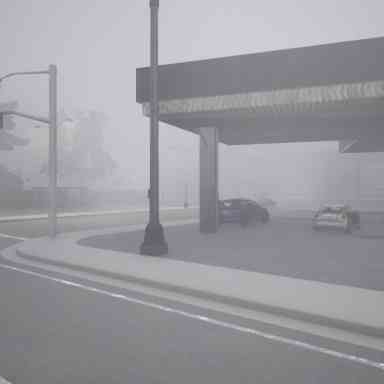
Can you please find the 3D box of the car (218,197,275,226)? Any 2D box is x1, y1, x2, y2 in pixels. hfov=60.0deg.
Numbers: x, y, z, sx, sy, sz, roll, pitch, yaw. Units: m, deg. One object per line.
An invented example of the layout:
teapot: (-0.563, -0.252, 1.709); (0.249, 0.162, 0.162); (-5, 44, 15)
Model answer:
car: (3.376, 1.295, 22.064); (2.242, 1.667, 4.611); (0, 0, 37)

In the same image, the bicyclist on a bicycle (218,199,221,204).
bicyclist on a bicycle: (2.495, 1.387, 29.719); (0.582, 1.620, 1.656); (0, -9, -36)

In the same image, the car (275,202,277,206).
car: (10.459, 1.547, 48.004); (2.033, 1.411, 5.357); (0, 0, 37)

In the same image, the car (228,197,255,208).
car: (7.471, 1.505, 49.853); (1.837, 1.490, 4.892); (0, 0, 36)

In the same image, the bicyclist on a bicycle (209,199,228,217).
bicyclist on a bicycle: (2.456, 1.453, 30.454); (1.656, 1.620, 0.582); (0, 0, 18)

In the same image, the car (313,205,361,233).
car: (8.450, 1.456, 19.265); (1.970, 1.475, 3.806); (0, 0, 37)
